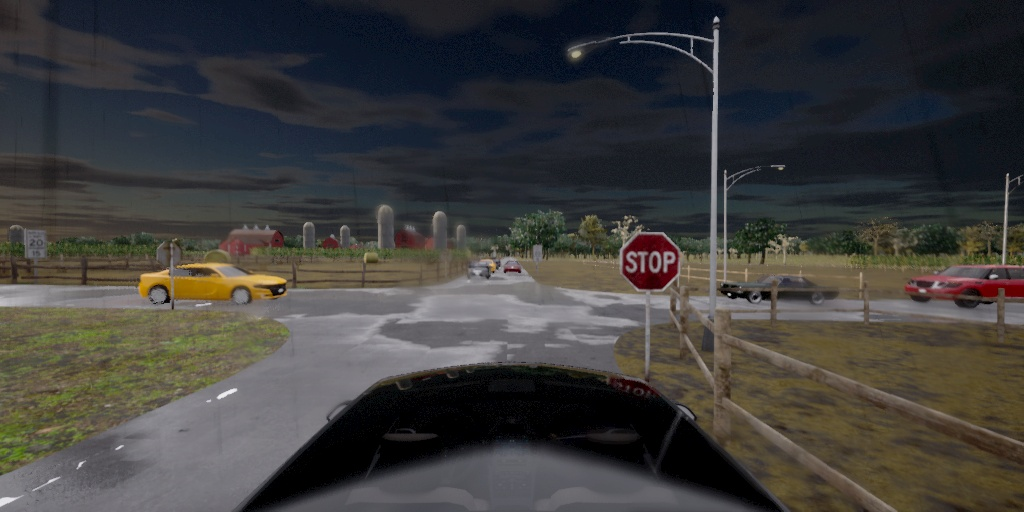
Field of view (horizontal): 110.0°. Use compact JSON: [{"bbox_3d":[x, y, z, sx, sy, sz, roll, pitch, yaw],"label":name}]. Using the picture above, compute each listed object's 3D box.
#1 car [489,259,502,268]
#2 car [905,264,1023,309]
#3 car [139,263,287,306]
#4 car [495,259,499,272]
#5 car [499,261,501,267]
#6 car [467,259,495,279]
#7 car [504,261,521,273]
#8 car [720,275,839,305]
[{"bbox_3d":[-2.842,1.202,61.889,2.033,1.411,5.357,0,0,0],"label":"car"},{"bbox_3d":[22.727,1.433,17.436,5.566,2.045,2.150,1,1,0],"label":"car"},{"bbox_3d":[-11.696,1.060,14.244,5.008,1.535,1.882,1,1,0],"label":"car"},{"bbox_3d":[-2.894,1.177,41.221,1.882,1.535,5.008,0,0,0],"label":"car"},{"bbox_3d":[-2.897,1.243,51.273,1.994,1.385,4.181,0,0,0],"label":"car"},{"bbox_3d":[-2.849,1.209,31.825,2.128,1.511,4.902,0,0,-1],"label":"car"},{"bbox_3d":[0.045,1.260,43.128,1.994,1.385,4.181,0,0,0],"label":"car"},{"bbox_3d":[12.731,1.596,17.372,4.718,1.301,1.895,1,1,0],"label":"car"}]
